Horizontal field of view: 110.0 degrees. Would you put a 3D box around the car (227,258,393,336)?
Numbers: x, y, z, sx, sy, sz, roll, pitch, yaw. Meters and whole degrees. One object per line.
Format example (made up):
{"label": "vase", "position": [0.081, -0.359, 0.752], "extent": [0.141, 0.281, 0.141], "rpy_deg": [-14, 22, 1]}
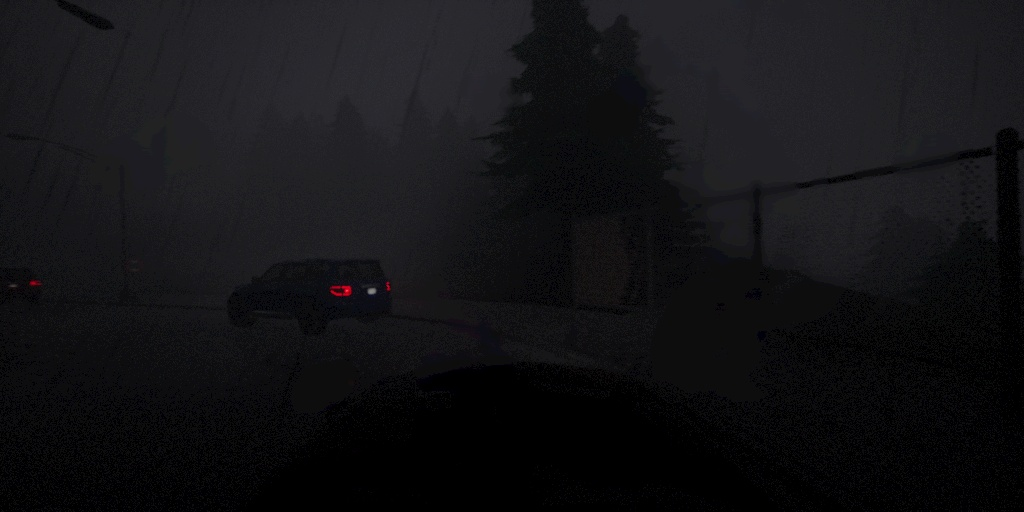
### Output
{"label": "car", "position": [-6.267, 1.121, 11.062], "extent": [5.566, 2.045, 2.150], "rpy_deg": [-1, -1, 26]}

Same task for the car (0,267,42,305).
{"label": "car", "position": [-27.781, 1.659, 19.118], "extent": [5.566, 2.045, 2.150], "rpy_deg": [-1, 0, 21]}
